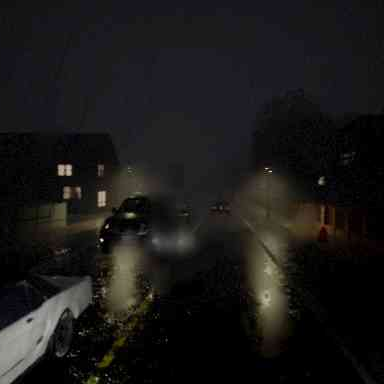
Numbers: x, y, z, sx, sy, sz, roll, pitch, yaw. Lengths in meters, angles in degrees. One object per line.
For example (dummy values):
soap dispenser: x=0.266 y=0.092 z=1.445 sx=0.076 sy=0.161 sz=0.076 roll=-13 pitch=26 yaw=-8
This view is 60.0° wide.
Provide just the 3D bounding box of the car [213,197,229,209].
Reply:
car: x=4.327 y=1.563 z=49.487 sx=2.128 sy=1.511 sz=4.902 roll=1 pitch=0 yaw=5

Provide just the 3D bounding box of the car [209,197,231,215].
car: x=3.000 y=1.578 z=34.261 sx=2.033 sy=1.411 sz=5.357 roll=1 pitch=0 yaw=5

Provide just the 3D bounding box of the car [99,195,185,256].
car: x=-1.796 y=1.163 z=13.306 sx=2.150 sy=2.045 sz=5.566 roll=1 pitch=0 yaw=5

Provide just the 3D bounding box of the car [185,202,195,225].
car: x=-0.870 y=1.442 z=23.809 sx=2.128 sy=1.511 sz=4.902 roll=1 pitch=0 yaw=5

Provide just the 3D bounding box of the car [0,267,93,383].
car: x=-2.695 y=1.537 z=3.154 sx=1.895 sy=1.301 sz=4.718 roll=1 pitch=0 yaw=5
